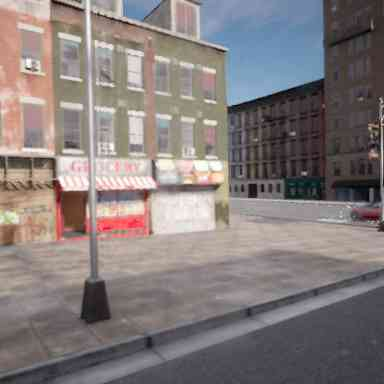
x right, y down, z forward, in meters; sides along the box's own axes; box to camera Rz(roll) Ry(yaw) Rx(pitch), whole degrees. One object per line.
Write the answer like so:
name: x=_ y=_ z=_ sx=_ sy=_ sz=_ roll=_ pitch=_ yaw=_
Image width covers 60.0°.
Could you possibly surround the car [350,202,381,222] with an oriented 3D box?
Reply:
car: x=13.482 y=1.448 z=23.538 sx=1.994 sy=1.385 sz=4.181 roll=-2 pitch=2 yaw=-36
